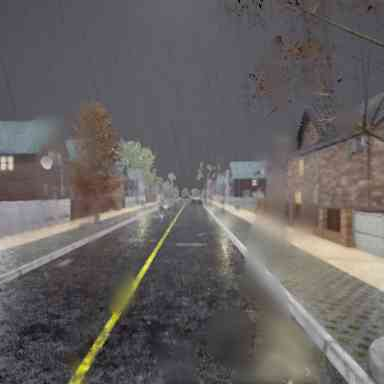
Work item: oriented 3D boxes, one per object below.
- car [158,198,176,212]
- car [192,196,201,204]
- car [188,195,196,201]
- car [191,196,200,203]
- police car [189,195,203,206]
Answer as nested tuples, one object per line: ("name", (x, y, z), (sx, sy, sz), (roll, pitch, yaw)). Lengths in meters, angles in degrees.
("car", (-2.840, 1.509, 38.794), (2.128, 1.511, 4.902), (0, 0, 0))
("car", (0.823, 1.637, 67.344), (1.812, 1.442, 4.674), (0, 0, 0))
("car", (-0.003, 1.718, 91.380), (2.128, 1.511, 4.902), (0, 0, 0))
("car", (0.823, 1.619, 73.345), (1.882, 1.535, 5.008), (0, 0, 0))
("police car", (0.823, 1.499, 57.454), (1.930, 1.638, 5.238), (0, 0, 0))
